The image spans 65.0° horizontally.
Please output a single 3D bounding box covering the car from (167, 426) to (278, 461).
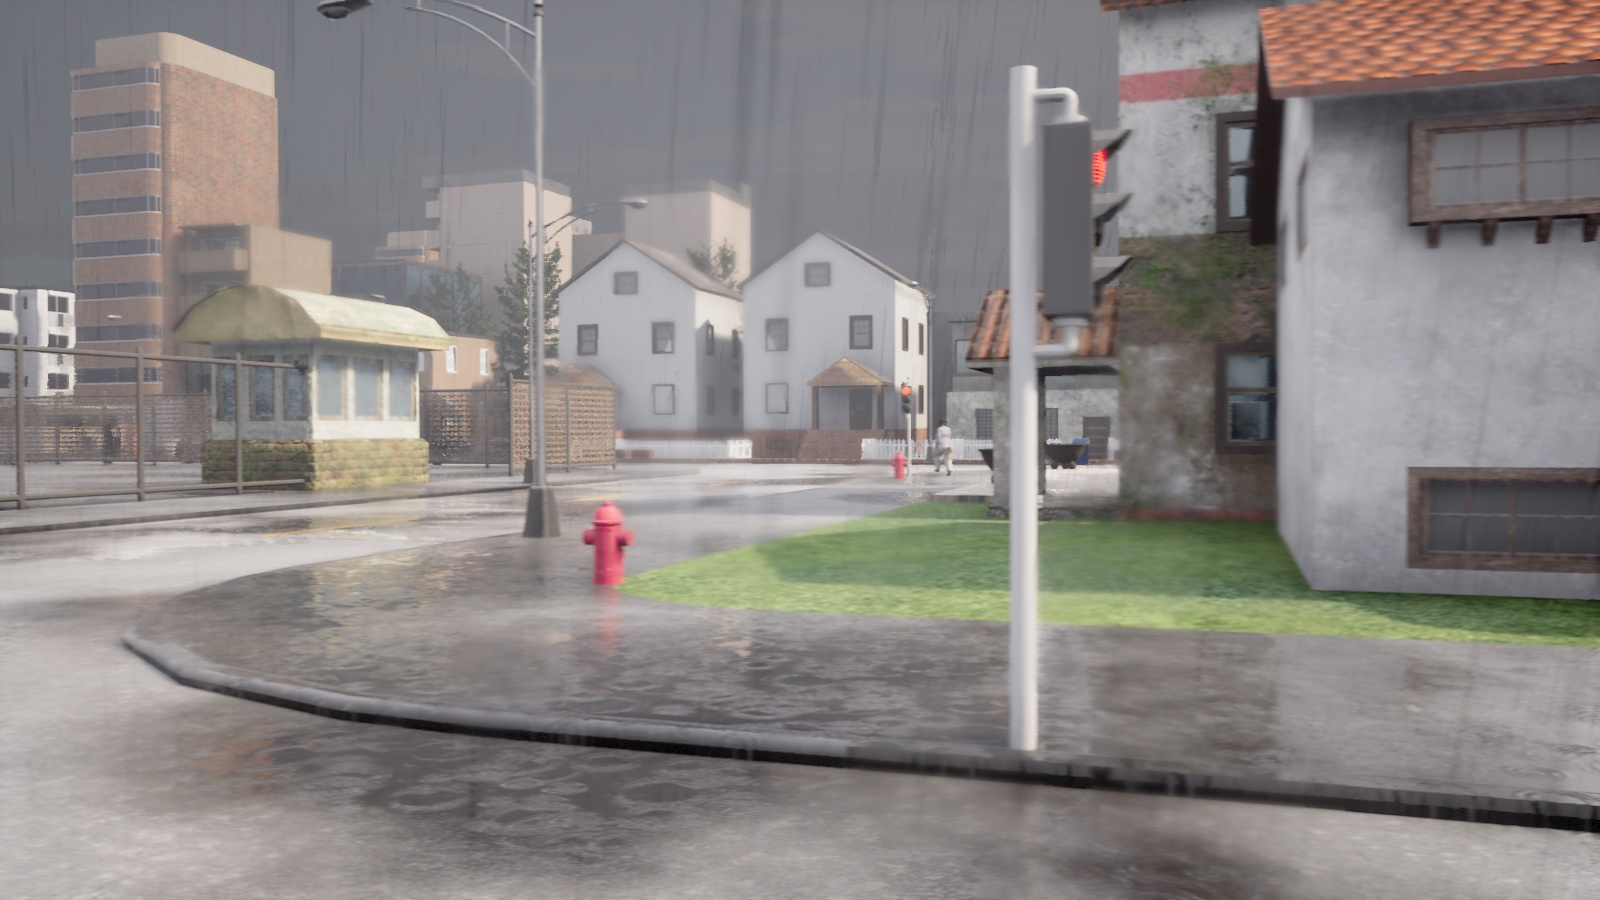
[{"bbox_3d":[-28.009,-0.323,60.886,4.856,1.649,2.033,1,1,20],"label":"car"}]

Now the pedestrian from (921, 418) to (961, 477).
[{"bbox_3d":[4.444,-0.082,39.668,0.874,1.855,0.900,0,1,-29],"label":"pedestrian"}]

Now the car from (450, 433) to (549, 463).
[{"bbox_3d":[-14.478,-0.133,60.553,4.181,1.385,1.994,1,1,18],"label":"car"}]
